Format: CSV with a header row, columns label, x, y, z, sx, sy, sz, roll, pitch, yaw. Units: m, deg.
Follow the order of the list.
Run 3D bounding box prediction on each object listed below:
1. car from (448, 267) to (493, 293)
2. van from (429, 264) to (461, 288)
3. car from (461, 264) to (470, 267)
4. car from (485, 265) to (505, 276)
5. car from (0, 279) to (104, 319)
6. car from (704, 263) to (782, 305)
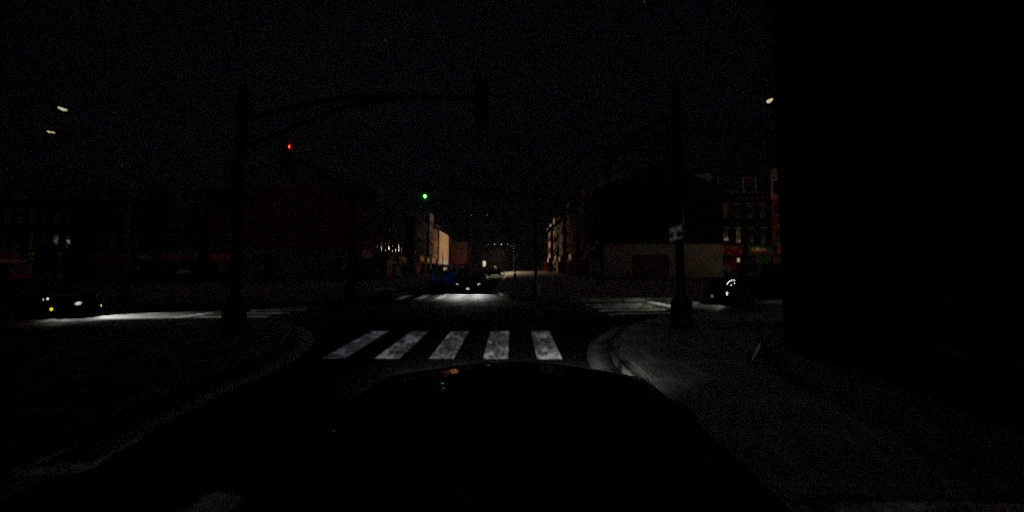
label,x,y,z,sx,sy,sz,roll,pitch,yaw
car,-2.681,1.673,24.437,2.033,1.411,5.357,0,-1,0
van,-5.310,1.553,27.976,1.690,1.789,3.998,0,0,0
car,-5.296,1.736,36.279,2.192,1.841,5.009,0,0,0
car,-2.626,2.323,55.740,2.033,1.411,5.357,0,-2,0
car,-17.122,1.488,12.527,4.181,1.385,1.994,0,-3,0
car,10.841,1.113,15.469,4.553,1.767,2.097,-1,-3,0
